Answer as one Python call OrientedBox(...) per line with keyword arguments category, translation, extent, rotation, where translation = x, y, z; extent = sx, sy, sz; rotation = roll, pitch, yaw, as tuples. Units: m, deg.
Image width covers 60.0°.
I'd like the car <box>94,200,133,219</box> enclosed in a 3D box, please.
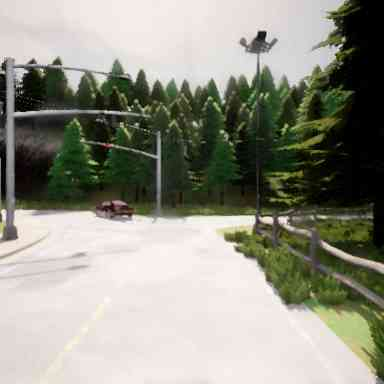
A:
OrientedBox(category="car", translation=(-6.902, 1.431, 29.101), extent=(1.882, 1.535, 5.008), rotation=(1, 0, -37))
